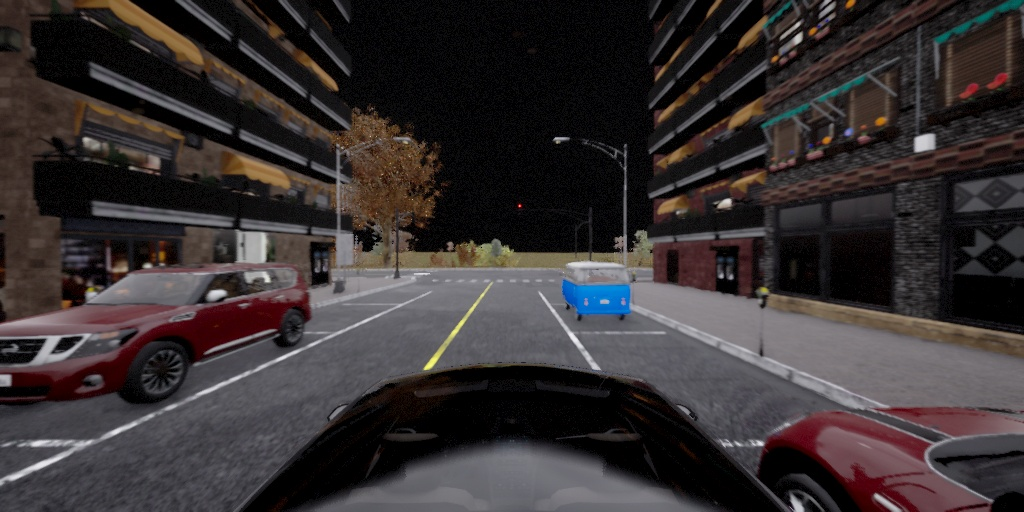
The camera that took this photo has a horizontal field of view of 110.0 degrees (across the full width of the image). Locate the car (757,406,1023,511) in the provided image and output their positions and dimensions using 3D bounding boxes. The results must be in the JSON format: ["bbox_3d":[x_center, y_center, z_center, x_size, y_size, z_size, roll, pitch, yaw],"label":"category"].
[{"bbox_3d":[2.689,1.189,0.882,1.967,1.591,4.097,0,0,0],"label":"car"}]

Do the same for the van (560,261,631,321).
[{"bbox_3d":[2.690,1.093,12.210,1.690,1.789,3.998,0,0,0],"label":"van"}]

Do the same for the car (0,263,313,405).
[{"bbox_3d":[-5.691,1.066,6.497,2.192,1.841,5.009,0,0,0],"label":"car"}]
